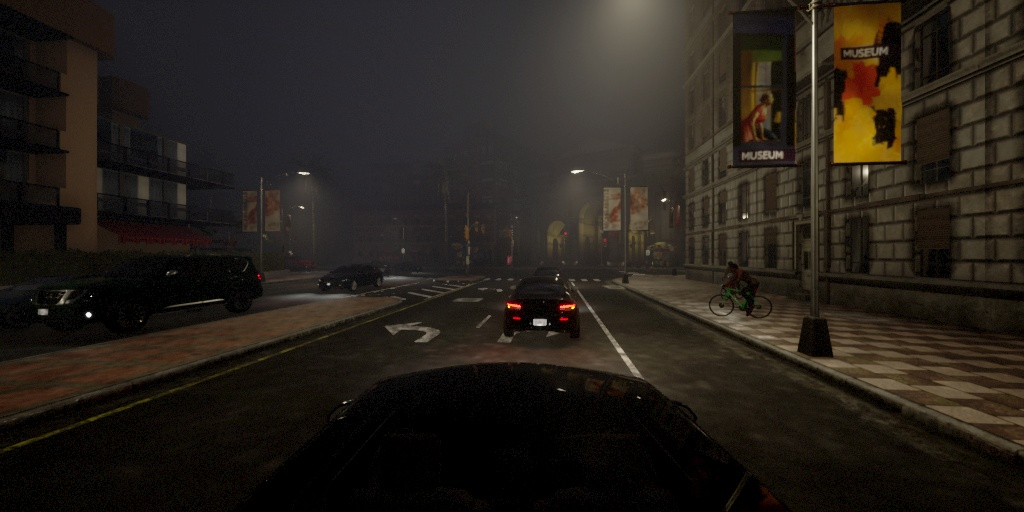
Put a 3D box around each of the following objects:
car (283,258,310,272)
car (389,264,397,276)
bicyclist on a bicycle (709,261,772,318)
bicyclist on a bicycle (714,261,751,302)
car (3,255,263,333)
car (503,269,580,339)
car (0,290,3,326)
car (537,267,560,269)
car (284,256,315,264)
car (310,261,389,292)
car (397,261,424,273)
[{"bbox_3d":[-28.483,1.297,44.444,5.357,1.411,2.033,0,0,7],"label":"car"},{"bbox_3d":[-13.834,1.241,36.922,2.128,1.511,4.902,0,0,-32],"label":"car"},{"bbox_3d":[6.854,1.051,10.797,1.656,1.620,0.582,0,0,22],"label":"bicyclist on a bicycle"},{"bbox_3d":[9.272,1.050,15.059,1.656,1.620,0.582,0,0,-28],"label":"bicyclist on a bicycle"},{"bbox_3d":[-10.713,0.971,11.216,2.150,2.045,5.566,0,0,8],"label":"car"},{"bbox_3d":[0.877,1.276,10.078,1.812,1.442,4.674,0,0,7],"label":"car"},{"bbox_3d":[-14.204,1.297,11.639,2.033,1.411,5.357,0,0,7],"label":"car"},{"bbox_3d":[1.922,1.276,18.921,1.812,1.442,4.674,0,0,7],"label":"car"},{"bbox_3d":[-29.195,0.972,48.059,5.566,2.045,2.150,0,0,7],"label":"car"},{"bbox_3d":[-9.535,1.255,21.579,1.837,1.490,4.892,0,0,7],"label":"car"},{"bbox_3d":[-12.588,1.314,43.278,4.181,1.385,1.994,0,0,38],"label":"car"}]
